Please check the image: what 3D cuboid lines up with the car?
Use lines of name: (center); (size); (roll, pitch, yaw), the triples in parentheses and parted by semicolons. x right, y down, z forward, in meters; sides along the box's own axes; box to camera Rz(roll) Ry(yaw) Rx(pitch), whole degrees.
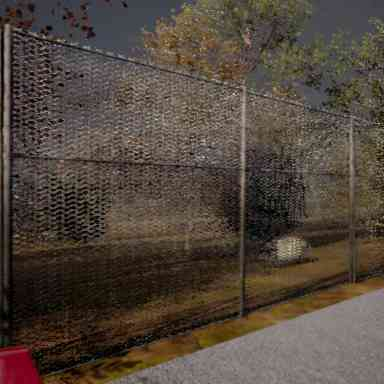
car: (-2.886, 1.601, 1.011); (4.718, 1.301, 1.895); (0, 0, -35)
